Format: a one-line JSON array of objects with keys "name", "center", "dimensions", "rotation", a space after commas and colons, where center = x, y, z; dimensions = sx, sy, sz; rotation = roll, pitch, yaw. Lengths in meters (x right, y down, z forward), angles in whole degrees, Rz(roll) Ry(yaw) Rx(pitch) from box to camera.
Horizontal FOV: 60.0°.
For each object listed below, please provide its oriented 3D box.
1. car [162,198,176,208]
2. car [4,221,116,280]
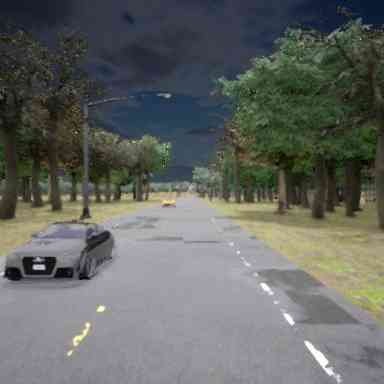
[{"name": "car", "center": [-3.583, 1.663, 52.248], "dimensions": [1.882, 1.535, 5.008], "rotation": [0, 0, 0]}, {"name": "car", "center": [-3.603, 1.589, 9.824], "dimensions": [1.994, 1.385, 4.181], "rotation": [0, 0, 0]}]
